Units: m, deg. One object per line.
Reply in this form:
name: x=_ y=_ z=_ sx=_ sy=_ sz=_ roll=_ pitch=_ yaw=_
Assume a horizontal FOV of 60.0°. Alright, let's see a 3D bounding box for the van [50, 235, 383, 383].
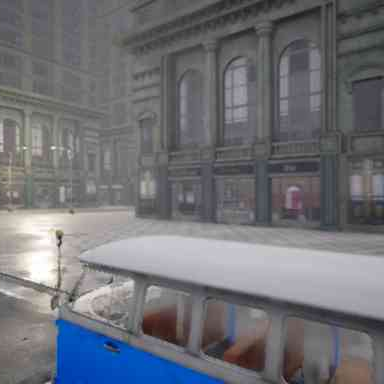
van: x=0.578 y=1.339 z=2.571 sx=3.998 sy=1.788 sz=1.690 roll=0 pitch=0 yaw=35
